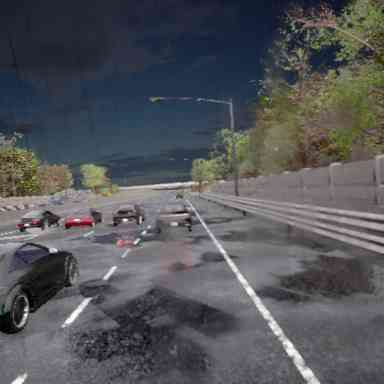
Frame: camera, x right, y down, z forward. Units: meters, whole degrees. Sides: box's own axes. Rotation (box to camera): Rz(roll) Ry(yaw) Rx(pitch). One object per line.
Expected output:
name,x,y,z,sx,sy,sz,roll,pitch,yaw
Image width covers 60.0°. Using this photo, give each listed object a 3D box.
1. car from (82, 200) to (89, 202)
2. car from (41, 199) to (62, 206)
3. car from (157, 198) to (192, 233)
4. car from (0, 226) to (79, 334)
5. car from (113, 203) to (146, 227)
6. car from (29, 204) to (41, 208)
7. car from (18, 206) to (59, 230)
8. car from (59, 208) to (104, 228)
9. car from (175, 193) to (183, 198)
car,-23.935,2.554,74.984,1.812,1.442,4.674,-4,0,-2
car,-30.918,2.762,74.291,2.150,2.045,5.566,-4,0,-2
car,-0.999,1.386,19.137,2.128,1.511,4.902,-4,1,-2
car,-3.962,1.778,7.121,1.994,1.385,4.181,-4,1,-2
car,-4.585,1.606,24.602,1.837,1.490,4.892,-4,1,-2
car,-34.386,3.325,74.201,2.033,1.411,5.357,-4,0,-2
car,-11.603,2.119,25.480,1.812,1.442,4.674,-4,1,-2
car,-8.093,1.910,25.207,1.994,1.385,4.181,-4,1,-2
car,-3.425,1.045,87.787,1.837,1.490,4.892,-4,0,-2
